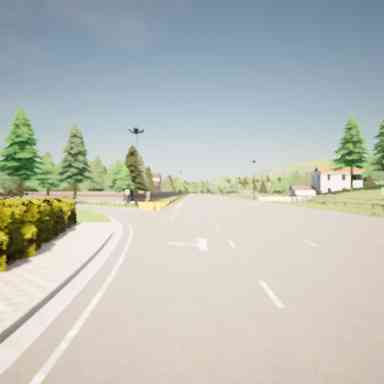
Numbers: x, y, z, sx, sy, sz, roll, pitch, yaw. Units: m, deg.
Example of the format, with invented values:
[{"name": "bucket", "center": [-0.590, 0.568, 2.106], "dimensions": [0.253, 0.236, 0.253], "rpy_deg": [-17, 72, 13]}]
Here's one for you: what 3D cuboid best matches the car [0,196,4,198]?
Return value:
[{"name": "car", "center": [-46.607, 1.702, 80.506], "dimensions": [4.718, 1.301, 1.895], "rpy_deg": [0, 0, 40]}]
